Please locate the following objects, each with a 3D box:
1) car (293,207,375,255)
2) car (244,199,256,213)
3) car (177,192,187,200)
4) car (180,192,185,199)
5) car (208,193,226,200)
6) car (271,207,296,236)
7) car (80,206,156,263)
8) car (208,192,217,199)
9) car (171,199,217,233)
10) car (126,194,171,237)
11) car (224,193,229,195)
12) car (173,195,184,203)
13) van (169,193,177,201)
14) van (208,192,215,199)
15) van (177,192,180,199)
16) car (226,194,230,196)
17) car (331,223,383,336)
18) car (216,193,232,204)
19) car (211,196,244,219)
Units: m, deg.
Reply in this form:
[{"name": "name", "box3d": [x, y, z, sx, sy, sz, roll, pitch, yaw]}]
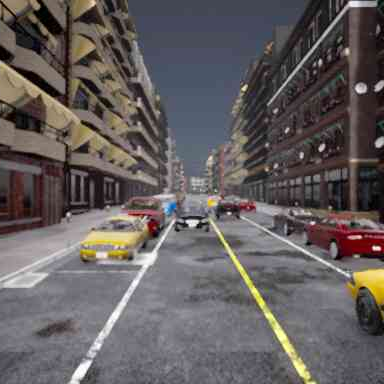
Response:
[{"name": "car", "box3d": [5.352, 1.484, 11.861, 1.887, 1.381, 4.507, 1, 0, 0]}, {"name": "car", "box3d": [5.393, 1.369, 33.985, 1.887, 1.381, 4.507, 1, 0, 0]}, {"name": "car", "box3d": [-2.403, 0.973, 78.302, 2.192, 1.841, 5.009, 1, 0, 0]}, {"name": "car", "box3d": [-2.462, 1.077, 45.120, 2.192, 1.841, 5.009, 2, 0, 0]}, {"name": "car", "box3d": [2.860, 1.260, 42.444, 1.882, 1.535, 5.008, 0, 0, 1]}, {"name": "car", "box3d": [5.362, 1.459, 17.393, 2.008, 1.369, 4.403, 1, 0, 0]}, {"name": "car", "box3d": [-2.527, 1.451, 11.769, 1.752, 1.417, 4.829, 2, 0, 0]}, {"name": "car", "box3d": [5.463, 0.968, 89.296, 2.192, 1.841, 5.009, 1, 0, 0]}, {"name": "car", "box3d": [0.030, 1.381, 18.938, 2.128, 1.511, 4.902, 0, 0, 0]}, {"name": "car", "box3d": [-2.511, 1.208, 17.469, 2.192, 1.841, 5.009, 2, 0, 0]}, {"name": "car", "box3d": [5.423, 1.217, 45.046, 1.967, 1.590, 4.097, 1, 0, 0]}, {"name": "car", "box3d": [-2.438, 1.267, 61.714, 1.947, 1.339, 4.313, 1, 0, 0]}, {"name": "van", "box3d": [-2.492, 1.175, 28.528, 1.690, 1.788, 3.998, 2, 0, 0]}, {"name": "van", "box3d": [5.472, 0.987, 94.828, 1.690, 1.788, 3.998, 1, 0, 0]}, {"name": "van", "box3d": [-2.482, 1.150, 34.060, 1.690, 1.788, 3.998, 2, 0, 0]}, {"name": "car", "box3d": [5.403, 1.344, 39.515, 1.887, 1.381, 4.507, 1, 0, 0]}, {"name": "car", "box3d": [3.578, 1.439, 3.604, 1.801, 1.575, 5.366, 0, 0, 0]}, {"name": "car", "box3d": [5.404, 1.050, 56.107, 2.192, 1.841, 5.009, 1, 0, 0]}, {"name": "car", "box3d": [2.833, 1.355, 27.571, 1.837, 1.490, 4.892, 0, 1, 1]}]
